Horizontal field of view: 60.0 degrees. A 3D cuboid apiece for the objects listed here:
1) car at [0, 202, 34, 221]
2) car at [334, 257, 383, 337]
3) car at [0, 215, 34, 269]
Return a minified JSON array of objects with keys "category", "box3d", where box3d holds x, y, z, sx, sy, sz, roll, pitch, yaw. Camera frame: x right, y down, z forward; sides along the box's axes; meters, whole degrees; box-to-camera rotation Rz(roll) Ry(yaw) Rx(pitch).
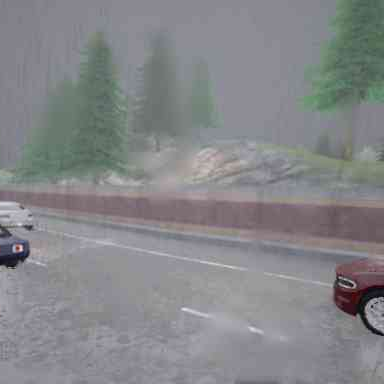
[{"category":"car","box3d":[-9.683,1.224,17.069,4.674,1.442,1.812,1,1,44]},{"category":"car","box3d":[4.810,1.513,4.931,5.008,1.535,1.882,1,1,35]},{"category":"car","box3d":[-6.500,1.417,9.388,4.718,1.301,1.895,1,1,41]}]
